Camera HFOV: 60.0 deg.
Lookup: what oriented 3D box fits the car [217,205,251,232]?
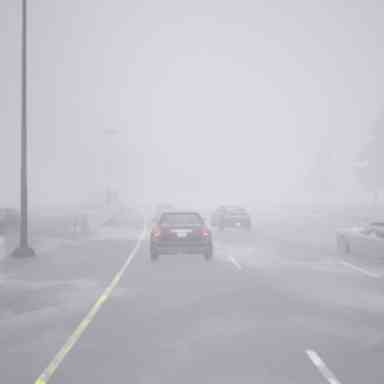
[{"bbox_3d":[2.320,1.594,20.947,2.128,1.511,4.902,0,0,-6],"label":"car"}]

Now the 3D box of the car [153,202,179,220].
[{"bbox_3d":[-2.512,1.708,31.003,2.033,1.411,5.357,0,0,-9],"label":"car"}]

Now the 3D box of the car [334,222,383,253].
[{"bbox_3d":[6.676,1.648,11.117,1.895,1.301,4.718,0,0,-3],"label":"car"}]

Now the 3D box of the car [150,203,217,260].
[{"bbox_3d":[-0.477,1.418,12.895,2.097,1.767,4.553,0,0,-4],"label":"car"}]

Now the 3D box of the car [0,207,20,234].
[{"bbox_3d":[-11.677,1.679,20.137,1.812,1.442,4.674,0,0,-6],"label":"car"}]

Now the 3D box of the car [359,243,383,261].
[{"bbox_3d":[3.496,1.499,2.268,2.128,1.511,4.902,0,0,-1],"label":"car"}]
